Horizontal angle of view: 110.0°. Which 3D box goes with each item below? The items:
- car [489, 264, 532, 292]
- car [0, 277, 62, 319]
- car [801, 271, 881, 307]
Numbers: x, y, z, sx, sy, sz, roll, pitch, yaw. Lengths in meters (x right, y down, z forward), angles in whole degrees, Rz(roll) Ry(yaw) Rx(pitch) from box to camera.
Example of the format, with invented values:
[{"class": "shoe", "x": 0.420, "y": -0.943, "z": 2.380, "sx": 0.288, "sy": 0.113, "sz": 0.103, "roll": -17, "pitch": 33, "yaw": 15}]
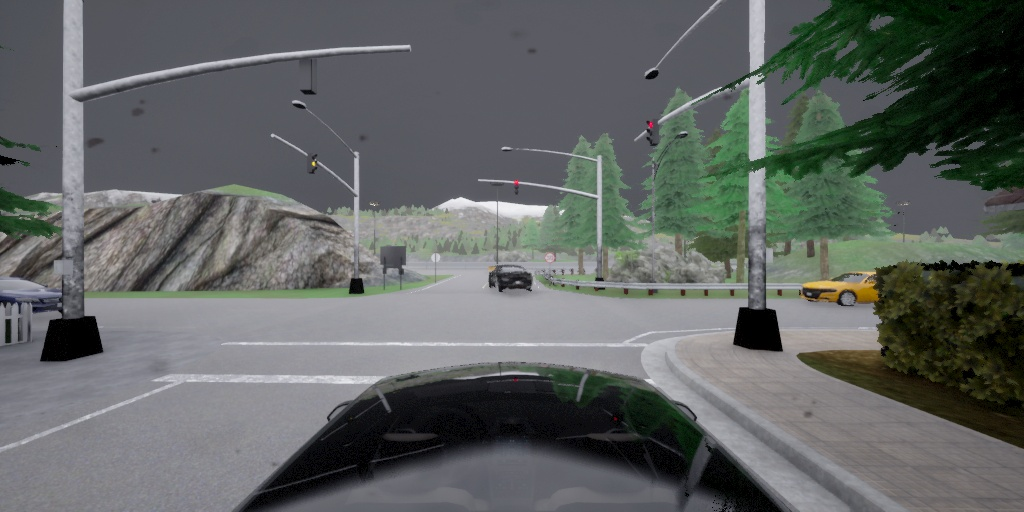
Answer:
[{"class": "car", "x": -0.183, "y": 1.252, "z": 21.903, "sx": 1.882, "sy": 1.535, "sz": 5.008, "roll": -3, "pitch": 2, "yaw": -12}, {"class": "car", "x": -18.276, "y": 1.467, "z": 12.714, "sx": 4.674, "sy": 1.442, "sz": 1.812, "roll": 0, "pitch": 0, "yaw": 0}, {"class": "car", "x": 15.958, "y": 1.420, "z": 16.220, "sx": 5.008, "sy": 1.535, "sz": 1.882, "roll": -1, "pitch": 0, "yaw": 0}]
